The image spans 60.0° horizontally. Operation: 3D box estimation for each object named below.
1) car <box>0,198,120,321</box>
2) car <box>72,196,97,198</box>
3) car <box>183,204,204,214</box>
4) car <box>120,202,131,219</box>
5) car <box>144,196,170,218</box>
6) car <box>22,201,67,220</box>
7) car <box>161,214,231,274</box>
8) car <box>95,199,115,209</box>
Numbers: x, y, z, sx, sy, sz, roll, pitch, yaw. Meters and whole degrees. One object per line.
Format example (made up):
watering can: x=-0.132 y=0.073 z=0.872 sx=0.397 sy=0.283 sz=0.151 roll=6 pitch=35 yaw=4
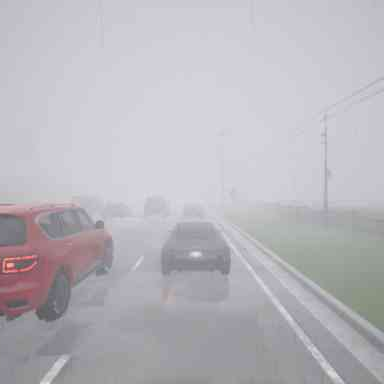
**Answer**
car: x=-3.400 y=1.270 z=7.518 sx=2.150 sy=2.045 sz=5.566 roll=0 pitch=0 yaw=0
car: x=-10.393 y=1.431 z=33.078 sx=2.150 sy=2.045 sz=5.566 roll=0 pitch=0 yaw=0
car: x=0.106 y=1.797 z=31.377 sx=1.895 sy=1.301 sz=4.718 roll=0 pitch=0 yaw=0
car: x=-6.893 y=1.686 z=30.793 sx=2.128 sy=1.511 sz=4.902 roll=0 pitch=0 yaw=0
car: x=-3.393 y=1.428 z=32.758 sx=2.150 sy=2.045 sz=5.566 roll=0 pitch=0 yaw=0
car: x=-13.892 y=1.690 z=31.734 sx=2.128 sy=1.511 sz=4.902 roll=0 pitch=-1 yaw=0
car: x=0.102 y=1.632 z=10.808 sx=1.994 sy=1.385 sz=4.181 roll=0 pitch=0 yaw=0
car: x=-13.887 y=1.897 z=53.294 sx=1.994 sy=1.385 sz=4.181 roll=0 pitch=0 yaw=0
